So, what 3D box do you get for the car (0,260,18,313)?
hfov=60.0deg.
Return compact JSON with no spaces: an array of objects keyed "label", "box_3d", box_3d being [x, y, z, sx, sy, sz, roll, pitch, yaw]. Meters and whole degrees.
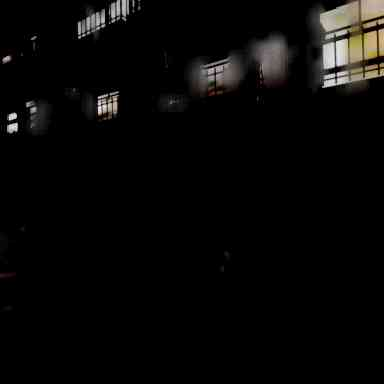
[{"label":"car","box_3d":[-5.126,1.551,6.414,4.507,1.381,1.887,0,-1,36]}]
